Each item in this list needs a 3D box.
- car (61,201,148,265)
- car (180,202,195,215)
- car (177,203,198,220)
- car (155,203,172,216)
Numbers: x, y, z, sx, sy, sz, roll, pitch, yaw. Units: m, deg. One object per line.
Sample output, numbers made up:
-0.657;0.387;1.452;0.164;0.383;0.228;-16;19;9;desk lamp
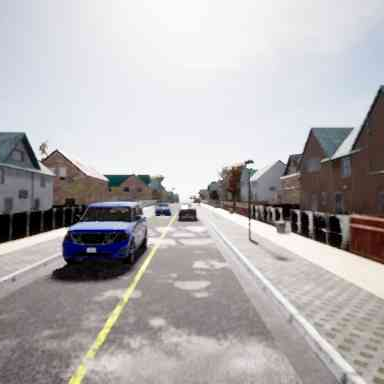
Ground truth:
-3.035;1.398;12.818;2.150;2.045;5.566;0;0;0;car
-0.649;2.187;45.510;1.882;1.535;5.008;0;-1;-1;car
-0.454;2.005;33.986;2.128;1.511;4.902;0;-1;-1;car
-3.527;2.116;41.255;1.882;1.535;5.008;0;-1;-1;car
